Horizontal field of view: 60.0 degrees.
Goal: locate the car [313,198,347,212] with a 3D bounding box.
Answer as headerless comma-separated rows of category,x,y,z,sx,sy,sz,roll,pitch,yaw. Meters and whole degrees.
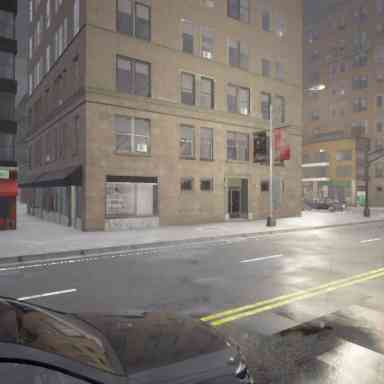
car,15.159,1.483,38.252,2.128,1.511,4.902,0,0,-35

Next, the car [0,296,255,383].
car,-1.597,1.526,2.301,4.674,1.442,1.812,0,0,-35

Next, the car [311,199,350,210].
car,18.072,1.578,43.642,1.947,1.339,4.313,0,0,-35

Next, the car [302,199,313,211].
car,11.517,1.421,39.014,1.967,1.590,4.097,0,0,-35
